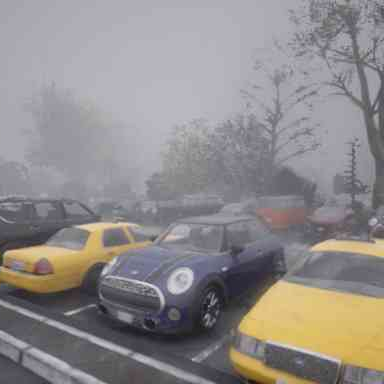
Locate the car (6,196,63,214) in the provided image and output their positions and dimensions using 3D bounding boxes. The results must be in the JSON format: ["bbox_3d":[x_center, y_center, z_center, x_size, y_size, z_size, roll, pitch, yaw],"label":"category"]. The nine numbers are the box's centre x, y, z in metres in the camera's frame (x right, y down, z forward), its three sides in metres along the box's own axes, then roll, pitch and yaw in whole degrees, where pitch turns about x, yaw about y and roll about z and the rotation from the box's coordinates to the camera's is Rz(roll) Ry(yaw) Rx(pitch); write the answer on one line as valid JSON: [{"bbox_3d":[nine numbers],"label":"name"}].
[{"bbox_3d":[-15.767,1.251,33.545,2.163,1.488,4.792,1,1,35],"label":"car"}]

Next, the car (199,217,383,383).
[{"bbox_3d":[2.447,1.445,5.114,1.946,1.575,5.366,0,0,35],"label":"car"}]

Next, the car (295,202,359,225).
[{"bbox_3d":[7.337,1.437,17.278,2.097,1.535,5.008,0,0,35],"label":"car"}]

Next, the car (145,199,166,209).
[{"bbox_3d":[-1.911,1.277,23.761,2.185,1.767,4.553,0,0,35],"label":"car"}]

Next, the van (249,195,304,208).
[{"bbox_3d":[5.198,1.203,18.923,1.878,1.987,4.442,0,0,35],"label":"van"}]

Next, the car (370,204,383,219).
[{"bbox_3d":[9.660,1.320,15.671,2.185,1.767,4.553,0,0,35],"label":"car"}]

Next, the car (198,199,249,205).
[{"bbox_3d":[2.826,1.421,20.463,2.231,1.521,4.892,0,0,35],"label":"car"}]

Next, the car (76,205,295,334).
[{"bbox_3d":[0.263,1.314,6.919,2.185,1.767,4.553,0,0,35],"label":"car"}]

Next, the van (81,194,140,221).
[{"bbox_3d":[-6.474,1.160,26.875,1.878,1.987,4.442,0,0,35],"label":"van"}]

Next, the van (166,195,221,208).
[{"bbox_3d":[0.583,1.186,22.183,1.878,1.987,4.442,0,0,35],"label":"van"}]

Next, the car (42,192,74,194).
[{"bbox_3d":[-13.455,1.029,31.915,2.435,2.045,5.566,1,1,35],"label":"car"}]

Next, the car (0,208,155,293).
[{"bbox_3d":[-1.957,1.428,8.674,1.946,1.575,5.366,0,0,35],"label":"car"}]

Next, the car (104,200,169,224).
[{"bbox_3d":[-4.079,1.424,25.368,2.163,1.488,4.792,0,0,35],"label":"car"}]

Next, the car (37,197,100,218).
[{"bbox_3d":[-11.131,1.335,30.302,2.097,1.535,5.008,2,1,35],"label":"car"}]

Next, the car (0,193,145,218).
[{"bbox_3d":[-4.356,1.171,10.175,2.435,2.045,5.566,0,0,35],"label":"car"}]

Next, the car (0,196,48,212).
[{"bbox_3d":[-18.074,1.193,35.173,2.163,1.488,4.792,1,1,35],"label":"car"}]
